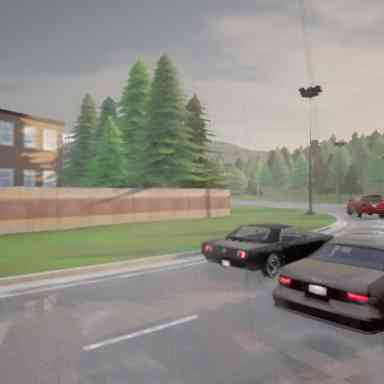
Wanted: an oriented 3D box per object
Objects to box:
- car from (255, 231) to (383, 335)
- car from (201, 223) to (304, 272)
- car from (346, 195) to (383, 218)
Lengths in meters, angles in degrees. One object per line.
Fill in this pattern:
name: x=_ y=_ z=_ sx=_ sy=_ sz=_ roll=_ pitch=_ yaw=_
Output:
car: x=3.844 y=1.560 z=6.782 sx=5.357 sy=1.411 sz=2.033 roll=0 pitch=0 yaw=-41
car: x=2.594 y=1.626 z=10.373 sx=4.718 sy=1.301 sz=1.895 roll=0 pitch=0 yaw=-41
car: x=16.050 y=1.276 z=30.850 sx=2.150 sy=2.045 sz=5.566 roll=0 pitch=0 yaw=12
